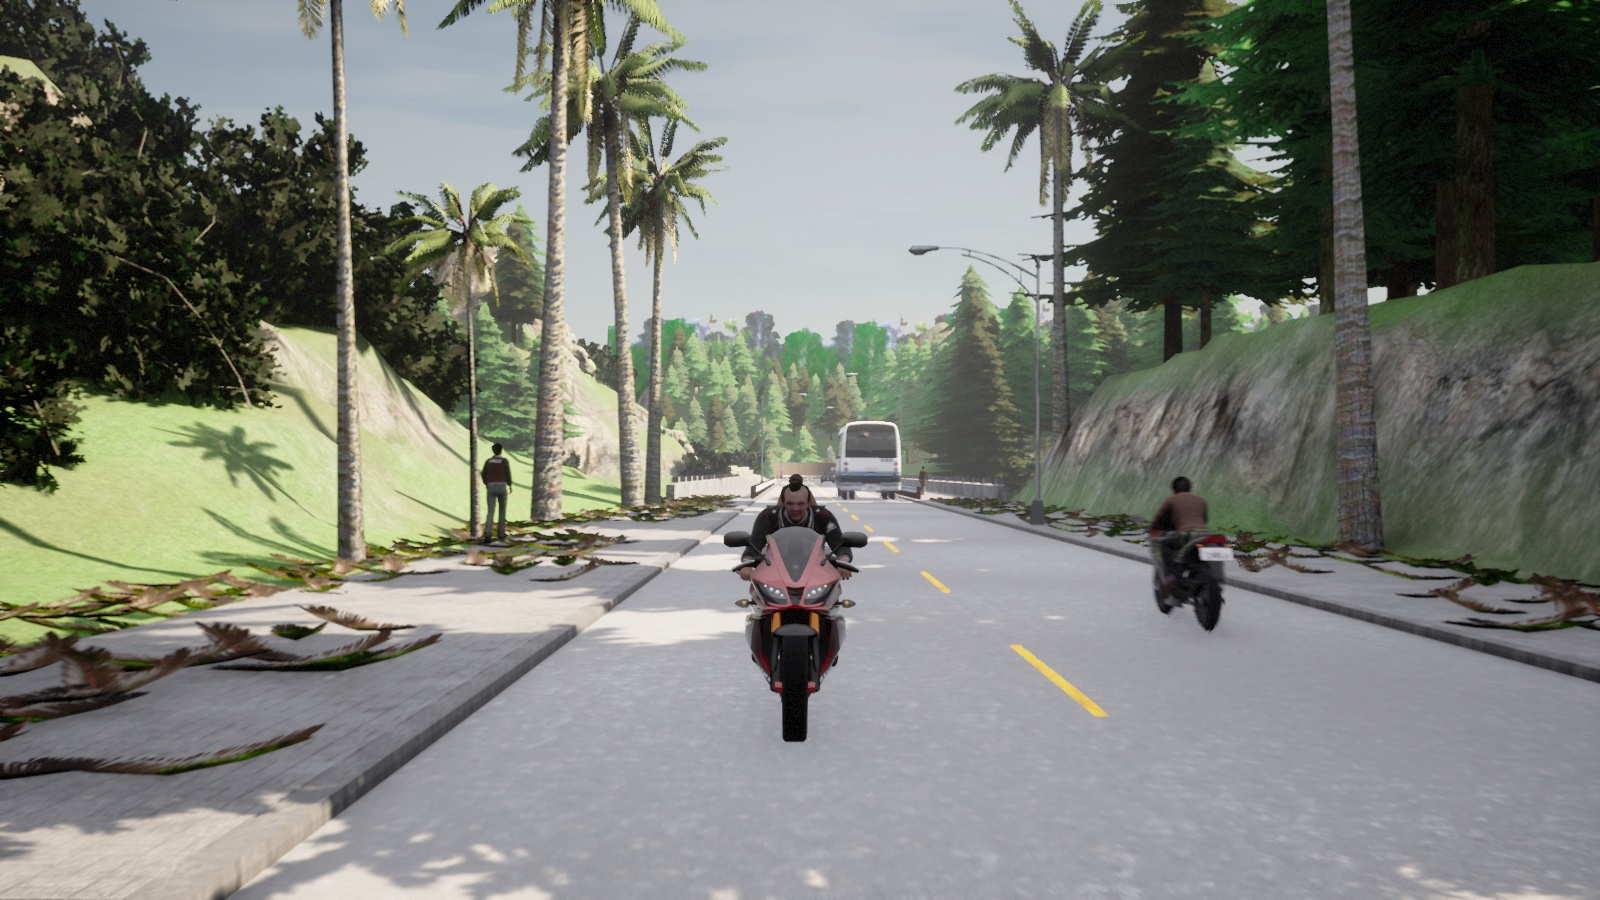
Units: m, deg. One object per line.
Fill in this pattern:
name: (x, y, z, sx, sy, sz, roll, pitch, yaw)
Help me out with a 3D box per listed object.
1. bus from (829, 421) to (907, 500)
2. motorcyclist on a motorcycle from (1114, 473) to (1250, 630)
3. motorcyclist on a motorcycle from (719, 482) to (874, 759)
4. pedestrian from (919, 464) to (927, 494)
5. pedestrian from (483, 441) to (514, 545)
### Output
bus: (3.790, 0.645, 73.027, 3.944, 4.253, 10.273, 0, -1, 0)
motorcyclist on a motorcycle: (3.964, 1.002, 13.217, 0.797, 1.523, 2.044, 0, -1, 0)
motorcyclist on a motorcycle: (-0.023, 0.986, 8.151, 0.866, 1.530, 2.191, 0, -1, 0)
pedestrian: (7.637, 1.797, 77.814, 0.431, 1.840, 0.703, 0, -1, 10)
pedestrian: (-5.686, 0.804, 23.693, 0.402, 1.930, 0.666, 0, -1, 2)
